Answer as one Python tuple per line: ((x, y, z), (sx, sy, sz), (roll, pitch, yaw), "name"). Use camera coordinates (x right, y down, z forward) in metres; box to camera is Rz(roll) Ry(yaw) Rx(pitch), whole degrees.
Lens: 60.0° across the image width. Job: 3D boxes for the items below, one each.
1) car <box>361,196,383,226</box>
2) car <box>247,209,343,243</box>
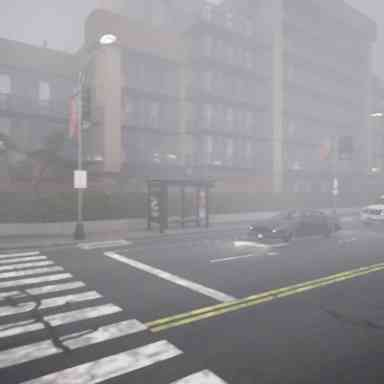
((13.545, 1.232, 22.148), (5.566, 2.045, 2.150), (0, 0, -35), "car")
((5.187, 1.554, 16.218), (5.357, 1.411, 2.033), (0, 0, -35), "car")
